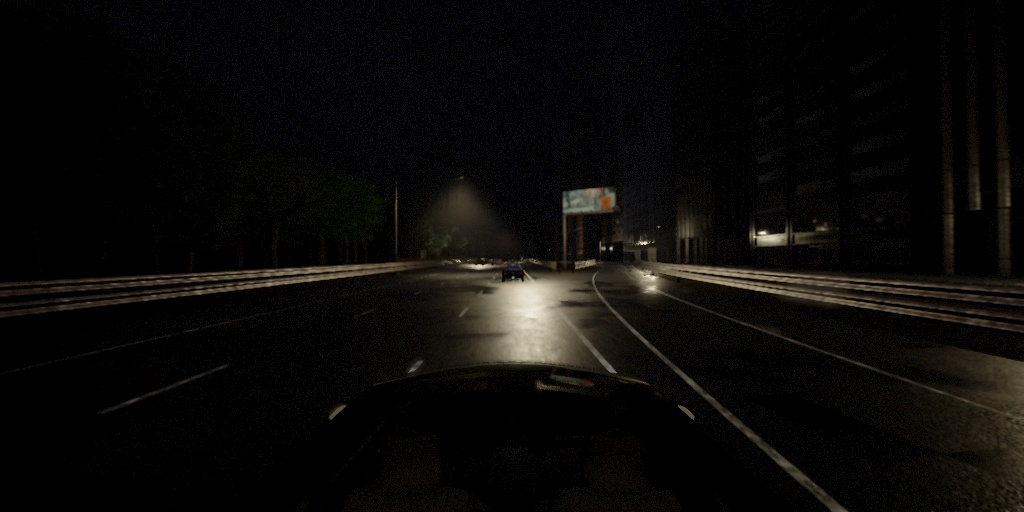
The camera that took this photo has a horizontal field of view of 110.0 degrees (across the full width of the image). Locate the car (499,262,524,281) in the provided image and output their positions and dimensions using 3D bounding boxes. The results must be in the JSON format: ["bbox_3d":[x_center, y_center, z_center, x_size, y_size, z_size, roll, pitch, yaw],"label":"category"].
[{"bbox_3d":[0.098,1.457,31.295,1.895,1.301,4.718,0,0,0],"label":"car"}]

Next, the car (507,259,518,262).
[{"bbox_3d":[0.086,1.240,49.656,2.097,1.767,4.553,0,0,0],"label":"car"}]
